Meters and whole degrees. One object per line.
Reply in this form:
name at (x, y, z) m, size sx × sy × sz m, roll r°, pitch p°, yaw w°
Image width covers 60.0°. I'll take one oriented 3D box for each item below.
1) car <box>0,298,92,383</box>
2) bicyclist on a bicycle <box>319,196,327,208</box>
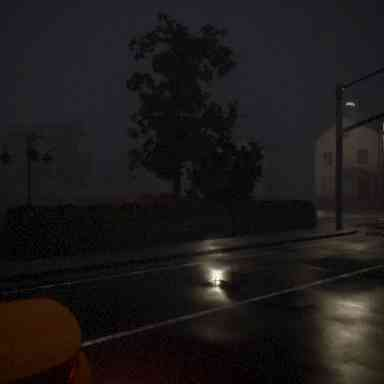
car at (-3.127, 1.475, 1.764) m, size 5.008 × 1.535 × 1.882 m, roll 0°, pitch 0°, yaw -35°
bicyclist on a bicycle at (16.648, 1.286, 42.320) m, size 1.656 × 1.620 × 0.582 m, roll 0°, pitch 0°, yaw -35°
